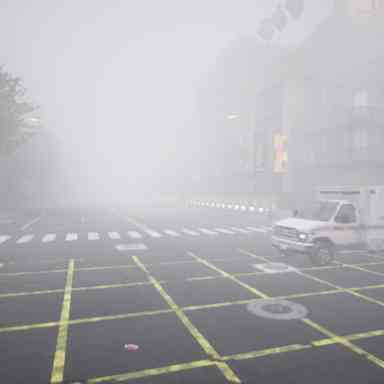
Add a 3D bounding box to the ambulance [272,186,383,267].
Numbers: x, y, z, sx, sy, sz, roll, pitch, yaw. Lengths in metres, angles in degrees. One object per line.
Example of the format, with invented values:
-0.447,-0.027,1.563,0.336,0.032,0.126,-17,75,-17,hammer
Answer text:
5.914,1.026,11.500,6.366,2.431,2.351,0,0,-18,ambulance
